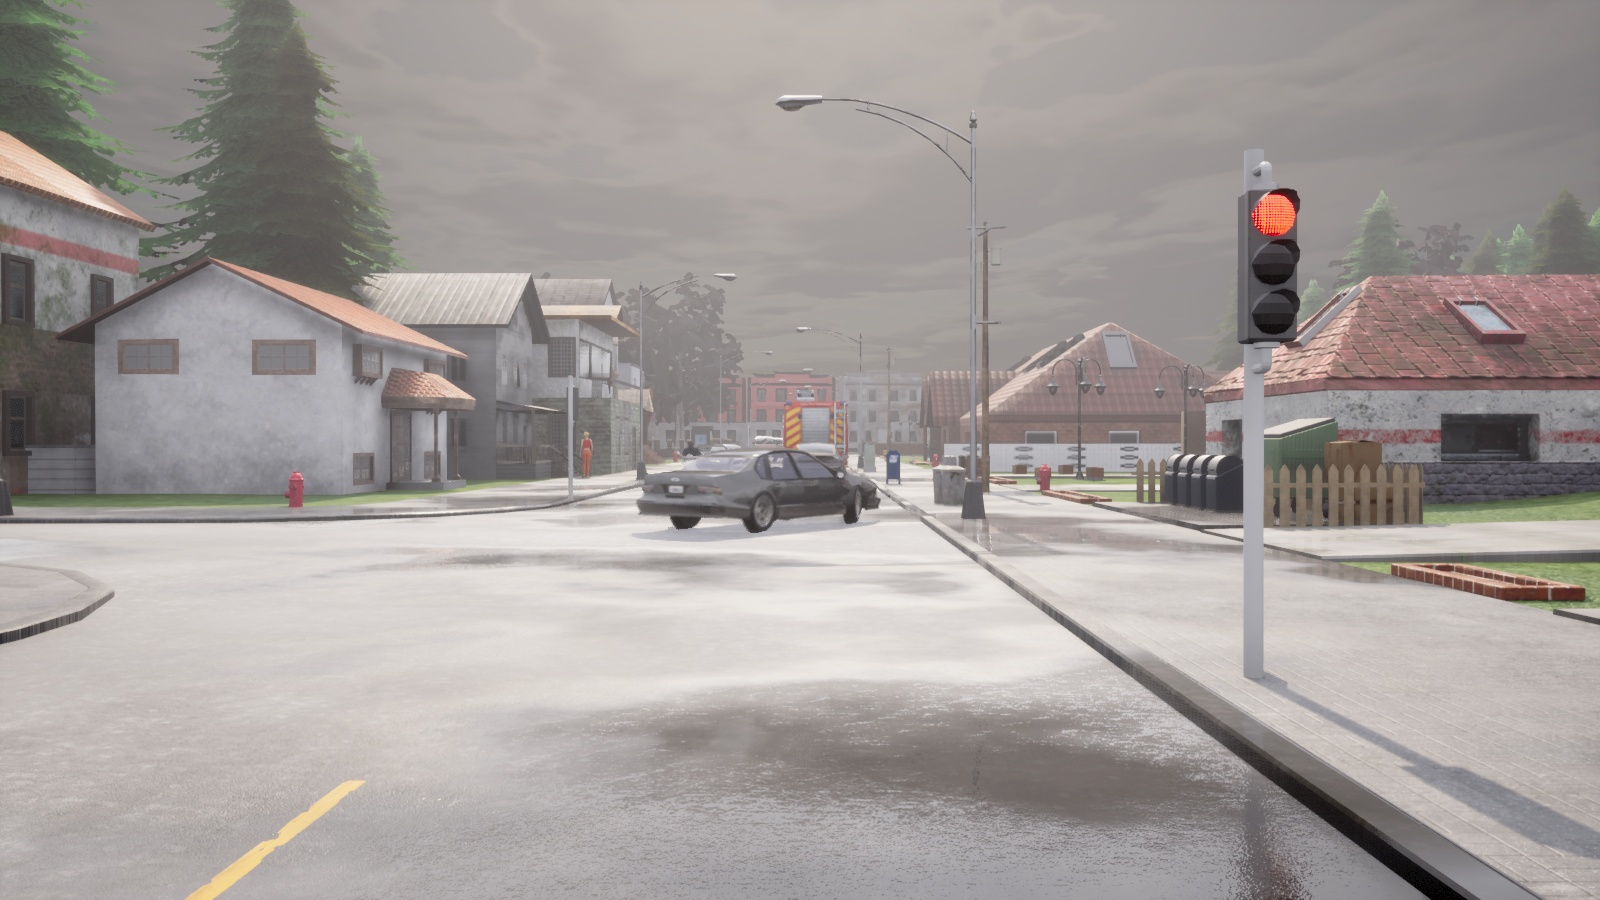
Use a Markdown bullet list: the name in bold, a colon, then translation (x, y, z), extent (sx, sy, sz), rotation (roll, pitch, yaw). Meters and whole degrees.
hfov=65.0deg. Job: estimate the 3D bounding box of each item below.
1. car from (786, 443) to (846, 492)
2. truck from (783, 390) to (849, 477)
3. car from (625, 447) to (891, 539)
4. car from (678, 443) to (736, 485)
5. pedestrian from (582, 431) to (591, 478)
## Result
- **car**: translation (0.512, 0.520, 41.136), extent (1.837, 1.490, 4.892), rotation (0, 0, 1)
- **truck**: translation (0.732, -0.752, 59.198), extent (2.891, 3.827, 8.468), rotation (0, 0, 1)
- **car**: translation (-0.573, 0.667, 22.453), extent (2.033, 1.411, 5.357), rotation (0, 0, 33)
- **car**: translation (-3.419, 0.492, 46.936), extent (1.816, 1.474, 4.193), rotation (0, 0, 1)
- **pedestrian**: translation (-8.491, 0.168, 49.891), extent (0.345, 1.836, 0.594), rotation (0, 0, -10)
